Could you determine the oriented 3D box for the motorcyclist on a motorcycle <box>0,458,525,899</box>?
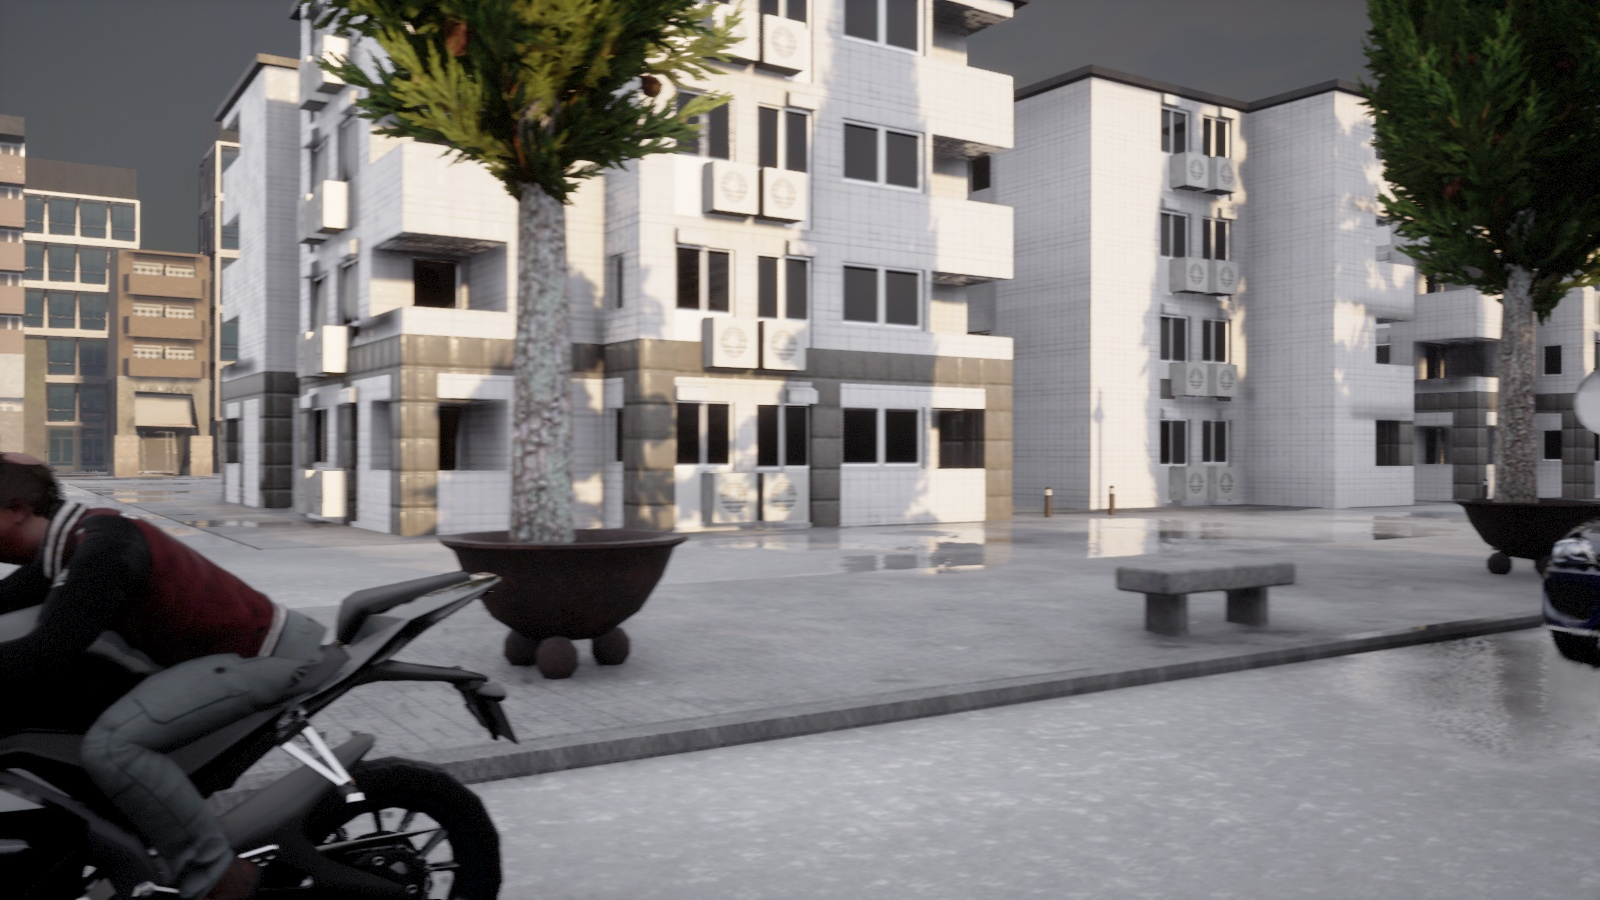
[{"bbox_3d":[-1.857,0.790,2.972,2.191,1.530,0.866,0,0,-34],"label":"motorcyclist on a motorcycle"}]

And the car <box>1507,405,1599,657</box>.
[{"bbox_3d":[7.607,0.528,9.211,5.027,1.651,2.152,0,0,-33],"label":"car"}]
